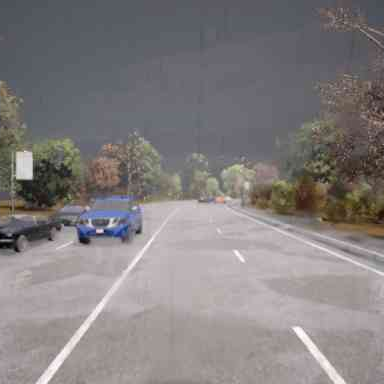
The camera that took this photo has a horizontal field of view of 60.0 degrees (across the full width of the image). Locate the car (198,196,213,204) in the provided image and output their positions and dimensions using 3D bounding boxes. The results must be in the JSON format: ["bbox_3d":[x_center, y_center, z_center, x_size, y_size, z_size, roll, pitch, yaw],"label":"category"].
[{"bbox_3d":[2.667,1.594,72.837,2.097,1.767,4.553,0,0,12],"label":"car"}]

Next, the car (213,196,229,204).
[{"bbox_3d":[6.217,1.597,72.762,2.097,1.767,4.553,0,0,12],"label":"car"}]

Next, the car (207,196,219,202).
[{"bbox_3d":[5.166,1.717,82.747,1.882,1.535,5.008,0,0,17],"label":"car"}]

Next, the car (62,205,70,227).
[{"bbox_3d":[-7.196,1.480,20.825,2.033,1.411,5.357,0,0,-1],"label":"car"}]

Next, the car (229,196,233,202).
[{"bbox_3d":[8.781,1.797,82.611,1.812,1.442,4.674,0,0,20],"label":"car"}]

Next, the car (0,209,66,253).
[{"bbox_3d":[-7.210,1.610,13.927,1.895,1.301,4.718,0,0,0],"label":"car"}]

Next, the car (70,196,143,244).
[{"bbox_3d":[-3.729,1.228,16.142,2.150,2.045,5.566,0,0,0],"label":"car"}]
